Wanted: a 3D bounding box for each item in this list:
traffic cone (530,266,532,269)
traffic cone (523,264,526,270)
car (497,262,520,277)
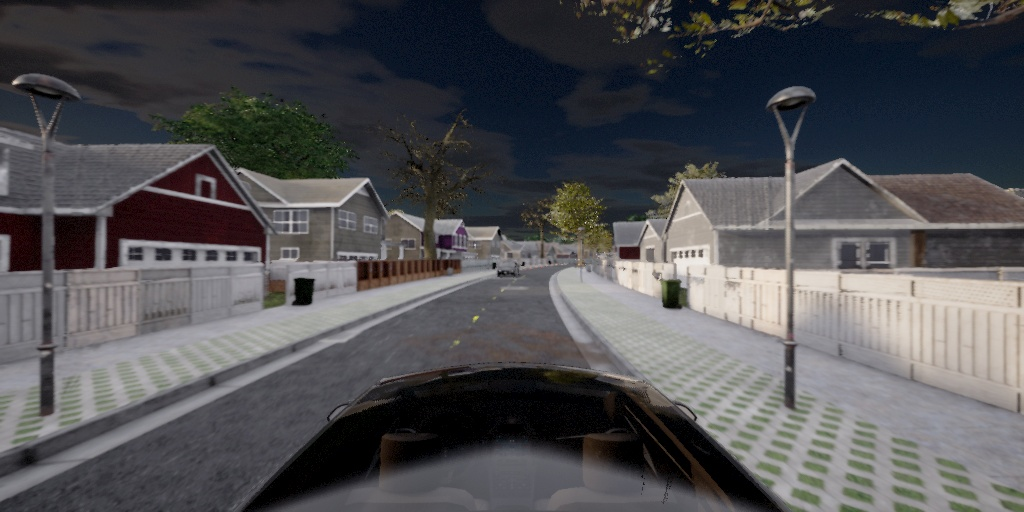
[{"bbox_3d":[3.112,1.850,59.200,0.340,0.580,0.340,0,0,14],"label":"traffic cone"},{"bbox_3d":[1.966,1.831,54.281,0.340,0.580,0.340,0,0,13],"label":"traffic cone"},{"bbox_3d":[-0.290,1.317,35.951,1.837,1.490,4.892,0,0,8],"label":"car"}]
